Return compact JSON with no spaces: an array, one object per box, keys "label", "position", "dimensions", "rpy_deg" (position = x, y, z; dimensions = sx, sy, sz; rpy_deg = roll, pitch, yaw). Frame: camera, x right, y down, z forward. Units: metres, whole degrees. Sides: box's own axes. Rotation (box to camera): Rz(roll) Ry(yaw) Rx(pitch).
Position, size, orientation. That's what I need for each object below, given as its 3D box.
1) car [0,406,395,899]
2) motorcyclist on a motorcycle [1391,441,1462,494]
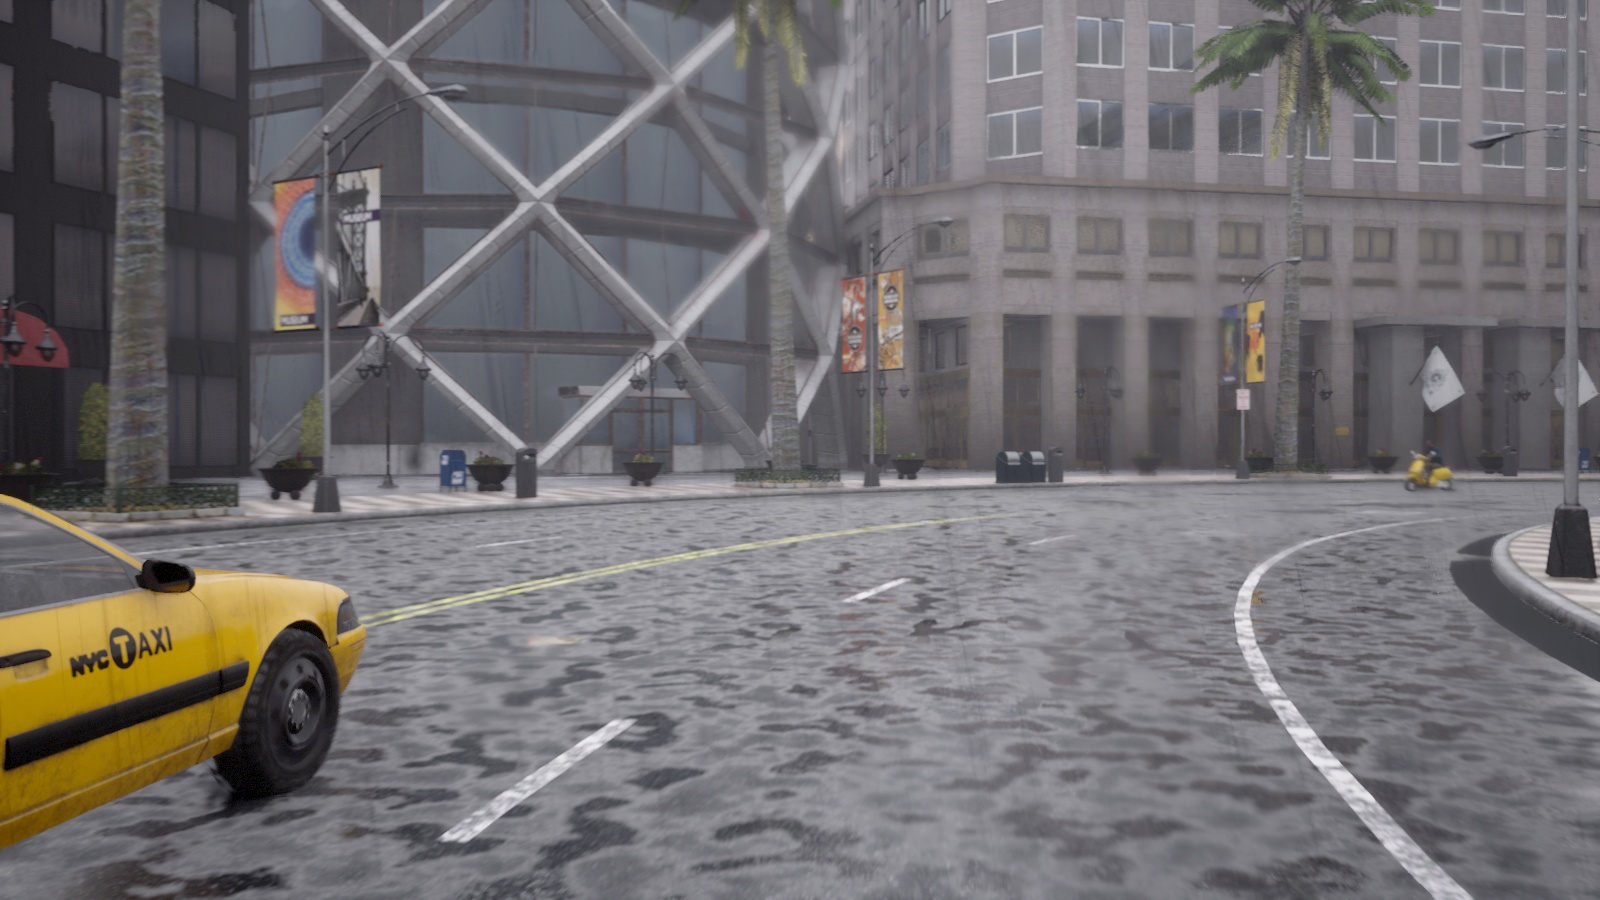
[{"label":"car","position":[-3.184,0.659,3.662],"dimensions":[1.801,1.575,5.366],"rpy_deg":[0,0,6]},{"label":"motorcyclist on a motorcycle","position":[18.922,0.518,37.938],"dimensions":[1.817,1.590,0.866],"rpy_deg":[0,1,-18]}]
